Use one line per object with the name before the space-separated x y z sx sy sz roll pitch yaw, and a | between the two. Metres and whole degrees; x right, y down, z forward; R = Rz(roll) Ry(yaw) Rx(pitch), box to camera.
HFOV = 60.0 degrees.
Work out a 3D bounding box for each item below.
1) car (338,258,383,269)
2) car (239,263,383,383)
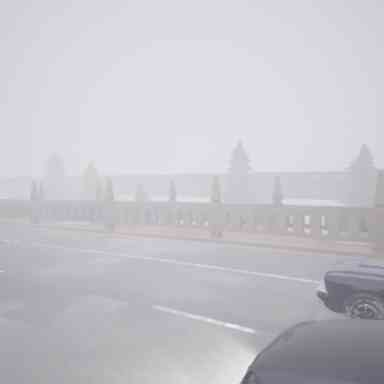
car | 4.452 1.574 4.971 4.718 1.301 1.895 0 0 35
car | 2.343 1.552 2.107 4.181 1.385 1.994 0 0 36
